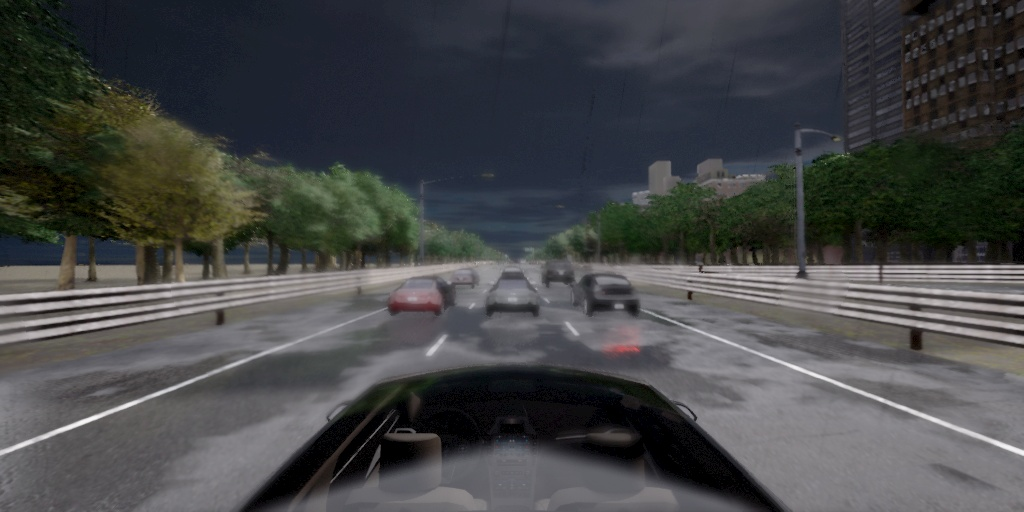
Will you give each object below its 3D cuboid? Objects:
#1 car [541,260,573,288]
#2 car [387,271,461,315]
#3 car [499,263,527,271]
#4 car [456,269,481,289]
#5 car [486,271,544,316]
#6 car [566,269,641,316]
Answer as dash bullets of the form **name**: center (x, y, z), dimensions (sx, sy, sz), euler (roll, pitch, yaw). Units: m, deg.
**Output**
- **car**: center (3.525, 1.332, 28.039), dimensions (2.150, 2.045, 5.566), euler (0, 0, 1)
- **car**: center (-3.454, 1.493, 14.461), dimensions (1.994, 1.385, 4.181), euler (0, -1, 0)
- **car**: center (0.045, 1.613, 30.387), dimensions (1.882, 1.535, 5.008), euler (0, 0, 0)
- **car**: center (-3.482, 1.644, 27.006), dimensions (2.033, 1.411, 5.357), euler (0, -1, 0)
- **car**: center (0.041, 1.492, 14.339), dimensions (1.994, 1.385, 4.181), euler (0, -1, 1)
- **car**: center (3.540, 1.432, 14.195), dimensions (1.837, 1.490, 4.892), euler (0, 0, 0)
